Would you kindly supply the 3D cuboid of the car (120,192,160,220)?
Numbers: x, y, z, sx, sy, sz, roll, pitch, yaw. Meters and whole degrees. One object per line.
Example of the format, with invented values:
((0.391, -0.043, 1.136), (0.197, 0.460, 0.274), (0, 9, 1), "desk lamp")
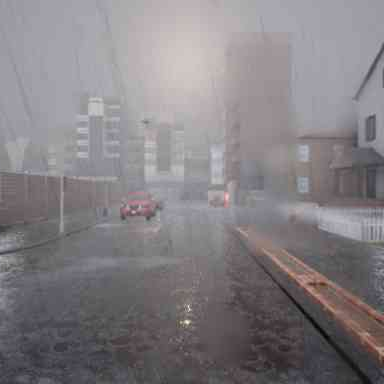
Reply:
((-4.106, 1.041, 26.205), (2.150, 2.045, 5.566), (0, 0, 0), "car")

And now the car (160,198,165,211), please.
((-4.091, 1.351, 36.407), (1.895, 1.301, 4.718), (0, 0, 0), "car")
